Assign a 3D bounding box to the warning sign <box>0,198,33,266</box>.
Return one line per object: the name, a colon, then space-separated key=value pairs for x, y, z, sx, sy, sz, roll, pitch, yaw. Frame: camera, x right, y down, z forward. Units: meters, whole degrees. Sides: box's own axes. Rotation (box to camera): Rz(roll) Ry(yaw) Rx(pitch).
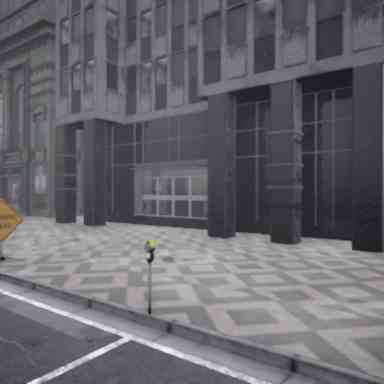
warning sign: x=-5.592 y=1.124 z=9.788 sx=1.060 sy=1.860 sz=1.300 roll=0 pitch=0 yaw=36
